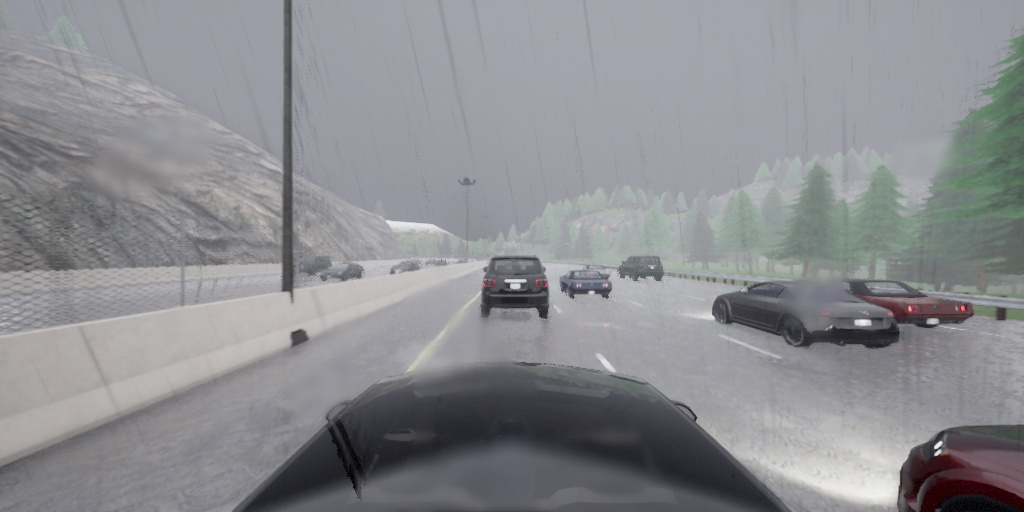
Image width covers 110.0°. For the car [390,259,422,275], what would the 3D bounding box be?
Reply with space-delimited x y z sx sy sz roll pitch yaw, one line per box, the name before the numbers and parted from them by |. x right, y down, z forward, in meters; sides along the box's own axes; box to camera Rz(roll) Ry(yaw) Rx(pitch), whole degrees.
car | -10.585 1.274 35.720 2.128 1.511 4.902 0 0 0

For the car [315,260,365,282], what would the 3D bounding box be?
car | -14.090 1.303 29.960 1.812 1.442 4.674 0 0 0

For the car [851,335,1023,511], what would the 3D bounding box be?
car | 3.599 1.313 0.639 1.994 1.385 4.181 0 0 0

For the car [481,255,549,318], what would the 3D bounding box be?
car | 0.102 0.982 13.247 2.150 2.045 5.566 0 0 0

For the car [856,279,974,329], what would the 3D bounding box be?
car | 10.602 1.359 11.258 1.895 1.301 4.718 0 0 0

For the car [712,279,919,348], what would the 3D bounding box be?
car | 7.102 1.321 9.267 1.994 1.385 4.181 0 0 0

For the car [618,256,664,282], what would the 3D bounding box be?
car | 10.606 0.997 29.817 2.150 2.045 5.566 0 0 0

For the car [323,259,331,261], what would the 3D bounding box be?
car | -17.588 1.333 38.443 2.033 1.411 5.357 0 0 0

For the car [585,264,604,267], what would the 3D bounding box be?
car | 7.107 1.378 31.388 1.895 1.301 4.718 0 0 0

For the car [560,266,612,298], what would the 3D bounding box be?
car | 3.604 1.366 18.447 1.895 1.301 4.718 0 0 0

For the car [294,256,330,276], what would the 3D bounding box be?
car | -21.086 1.006 37.873 2.150 2.045 5.566 0 0 0
